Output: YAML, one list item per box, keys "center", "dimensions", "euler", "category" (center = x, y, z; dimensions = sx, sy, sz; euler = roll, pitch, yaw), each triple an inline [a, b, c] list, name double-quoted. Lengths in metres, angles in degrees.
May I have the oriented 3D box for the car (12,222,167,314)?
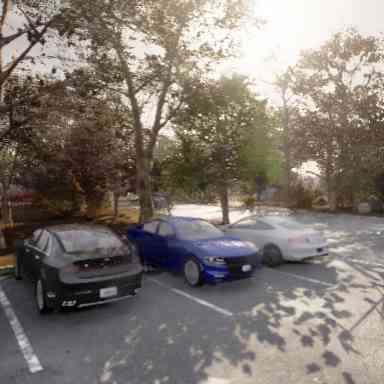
- center: [-2.855, 1.478, 7.763]
  dimensions: [2.231, 1.521, 4.892]
  euler: [0, 0, -36]
  category: "car"

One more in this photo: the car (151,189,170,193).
- center: [-4.774, 0.582, 43.807]
  dimensions: [2.150, 2.045, 5.566]
  euler: [-3, 3, -40]
  category: "car"

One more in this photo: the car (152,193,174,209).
- center: [-3.892, 1.155, 37.332]
  dimensions: [1.812, 1.442, 4.674]
  euler: [-3, 3, -37]
  category: "car"

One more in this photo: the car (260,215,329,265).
- center: [2.371, 1.511, 11.496]
  dimensions: [2.002, 1.452, 4.674]
  euler: [0, 0, -36]
  category: "car"

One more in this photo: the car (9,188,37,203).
- center: [-21.701, 0.486, 44.340]
  dimensions: [5.566, 2.045, 2.150]
  euler: [0, 0, -30]
  category: "car"

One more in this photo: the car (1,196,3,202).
- center: [-24.156, 0.618, 46.596]
  dimensions: [4.553, 1.767, 2.097]
  euler: [0, 0, -29]
  category: "car"

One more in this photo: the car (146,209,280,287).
- center: [-0.197, 1.474, 9.673]
  dimensions: [2.097, 1.535, 5.008]
  euler: [0, 0, -36]
  category: "car"
